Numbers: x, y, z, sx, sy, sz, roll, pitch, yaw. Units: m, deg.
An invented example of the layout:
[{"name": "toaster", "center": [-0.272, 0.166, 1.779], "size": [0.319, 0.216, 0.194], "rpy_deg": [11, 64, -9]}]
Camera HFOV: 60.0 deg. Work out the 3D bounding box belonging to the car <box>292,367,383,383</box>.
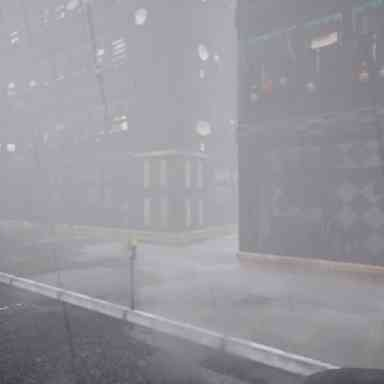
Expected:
[{"name": "car", "center": [2.342, 1.544, 1.207], "size": [4.403, 1.369, 2.008], "rpy_deg": [0, 0, 35]}]
